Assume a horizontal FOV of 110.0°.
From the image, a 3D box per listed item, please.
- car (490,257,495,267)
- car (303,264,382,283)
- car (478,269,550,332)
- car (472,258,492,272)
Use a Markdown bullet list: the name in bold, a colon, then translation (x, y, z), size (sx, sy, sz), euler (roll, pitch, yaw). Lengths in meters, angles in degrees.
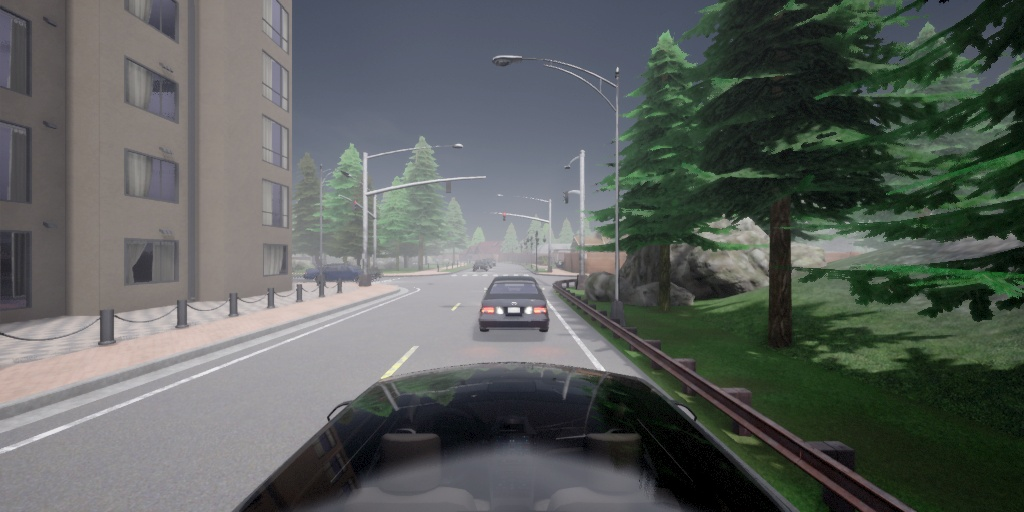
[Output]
- **car**: translation (-4.056, 1.227, 56.287), size (1.837, 1.490, 4.892), euler (0, 0, 0)
- **car**: translation (-12.759, 1.282, 27.153), size (5.357, 1.411, 2.033), euler (0, 0, 1)
- **car**: translation (0.068, 1.297, 10.802), size (2.033, 1.411, 5.357), euler (0, 0, 1)
- **car**: translation (-3.999, 1.225, 46.360), size (1.837, 1.490, 4.892), euler (0, 0, 0)
